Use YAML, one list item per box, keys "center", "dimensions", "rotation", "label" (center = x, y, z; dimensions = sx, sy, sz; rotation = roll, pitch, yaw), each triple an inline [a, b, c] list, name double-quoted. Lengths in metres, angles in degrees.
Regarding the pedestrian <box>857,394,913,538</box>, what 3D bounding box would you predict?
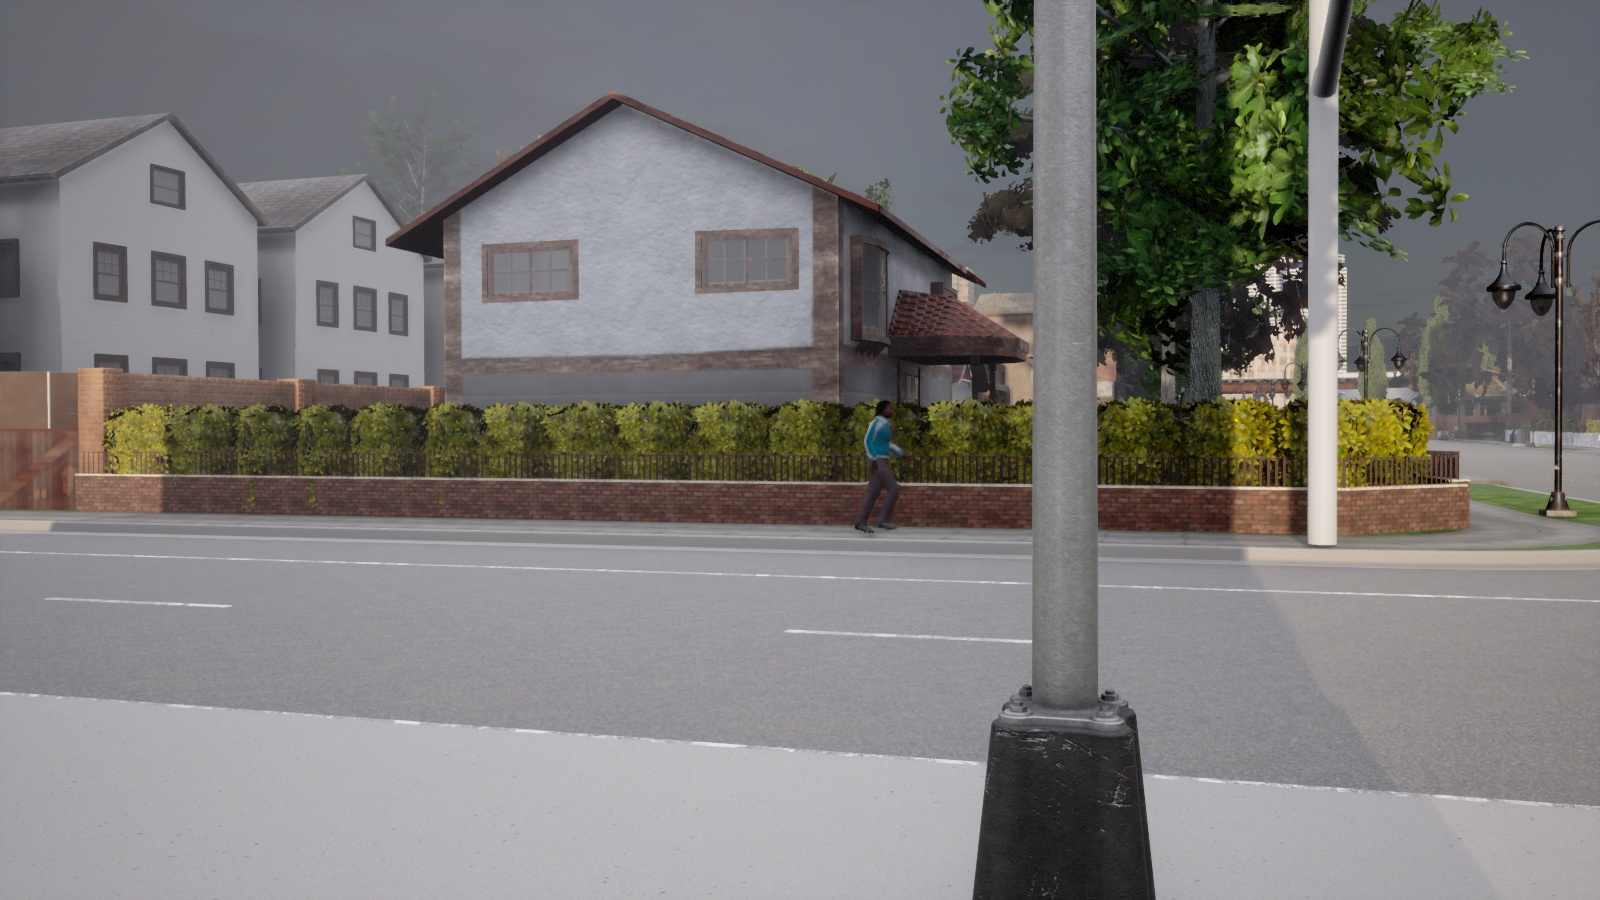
- center: [1.163, 0.211, 17.153]
  dimensions: [0.692, 1.930, 0.396]
  rotation: [0, 1, 16]
  label: "pedestrian"
